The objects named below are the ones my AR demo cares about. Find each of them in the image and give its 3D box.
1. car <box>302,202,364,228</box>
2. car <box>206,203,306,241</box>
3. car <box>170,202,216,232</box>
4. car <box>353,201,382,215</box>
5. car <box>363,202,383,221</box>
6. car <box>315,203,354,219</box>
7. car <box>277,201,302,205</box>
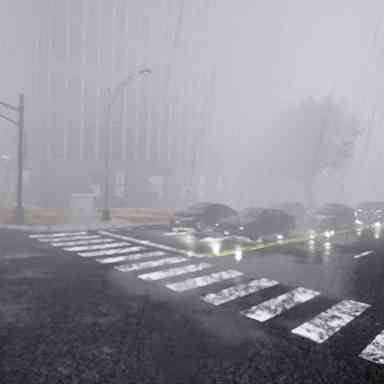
[{"bbox_3d":[10.071,1.615,23.601,2.128,1.511,4.902,4,1,43],"label":"car"},{"bbox_3d":[3.365,1.471,16.531,2.033,1.411,5.357,4,1,43],"label":"car"},{"bbox_3d":[0.835,1.298,18.569,1.812,1.442,4.674,3,1,42],"label":"car"},{"bbox_3d":[21.107,1.906,39.877,1.812,1.442,4.674,4,1,43],"label":"car"},{"bbox_3d":[17.041,1.685,30.932,2.097,1.767,4.553,4,1,44],"label":"car"},{"bbox_3d":[13.988,1.767,32.454,1.895,1.301,4.718,4,1,44],"label":"car"},{"bbox_3d":[7.162,1.467,25.252,1.837,1.490,4.892,4,1,44],"label":"car"}]
